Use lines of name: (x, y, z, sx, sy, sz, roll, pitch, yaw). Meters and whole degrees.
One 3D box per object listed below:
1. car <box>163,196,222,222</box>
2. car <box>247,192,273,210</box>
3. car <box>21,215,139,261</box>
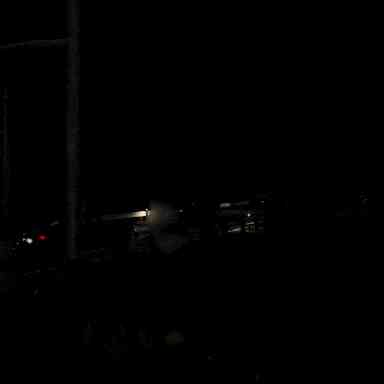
car: (0.095, 1.091, 22.946, 2.128, 1.511, 4.902, 0, 3, 41)
car: (6.974, 0.779, 30.642, 1.882, 1.535, 5.008, 0, 1, 42)
car: (-3.993, 1.552, 12.377, 1.994, 1.385, 4.181, 0, 0, 39)
